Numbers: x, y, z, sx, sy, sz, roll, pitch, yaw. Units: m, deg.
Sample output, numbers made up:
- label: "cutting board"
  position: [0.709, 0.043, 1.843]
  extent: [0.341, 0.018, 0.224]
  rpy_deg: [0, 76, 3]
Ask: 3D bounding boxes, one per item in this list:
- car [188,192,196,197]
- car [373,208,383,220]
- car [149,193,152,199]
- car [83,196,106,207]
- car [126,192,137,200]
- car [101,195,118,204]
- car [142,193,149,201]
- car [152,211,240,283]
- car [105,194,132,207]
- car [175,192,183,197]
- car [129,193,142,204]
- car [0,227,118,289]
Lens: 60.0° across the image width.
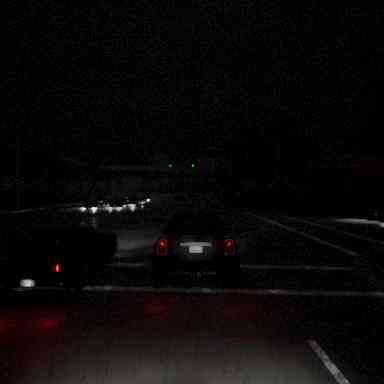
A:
- label: "car"
  position: [-0.009, 0.628, 89.576]
  extent: [1.882, 1.535, 5.008]
  rpy_deg: [0, 1, 0]
- label: "car"
  position: [16.679, 1.503, 25.860]
  extent: [4.892, 1.490, 1.837]
  rpy_deg: [0, 0, -1]
- label: "car"
  position: [-10.508, 0.945, 77.817]
  extent: [1.994, 1.385, 4.181]
  rpy_deg: [0, 1, 0]
- label: "car"
  position: [-14.095, 1.397, 47.788]
  extent: [1.812, 1.442, 4.674]
  rpy_deg: [0, 1, 0]
- label: "car"
  position: [-14.008, 0.901, 77.399]
  extent: [1.837, 1.490, 4.892]
  rpy_deg: [0, 1, 0]
- label: "car"
  position: [-14.047, 1.287, 56.882]
  extent: [1.812, 1.442, 4.674]
  rpy_deg: [0, 1, 1]
- label: "car"
  position: [-10.507, 1.114, 67.886]
  extent: [1.812, 1.442, 4.674]
  rpy_deg: [0, 1, 0]
- label: "car"
  position: [0.094, 1.351, 9.806]
  extent: [2.097, 1.767, 4.553]
  rpy_deg: [0, 0, 0]
- label: "car"
  position: [-10.597, 1.406, 48.556]
  extent: [2.033, 1.411, 5.357]
  rpy_deg: [0, 1, 0]
- label: "car"
  position: [-3.509, 0.636, 89.178]
  extent: [1.882, 1.535, 5.008]
  rpy_deg: [0, 1, 0]
- label: "car"
  position: [-10.543, 1.346, 58.148]
  extent: [1.895, 1.301, 4.718]
  rpy_deg: [0, 1, 1]
- label: "car"
  position: [-3.405, 1.600, 9.126]
  extent: [1.895, 1.301, 4.718]
  rpy_deg: [0, 0, 0]
